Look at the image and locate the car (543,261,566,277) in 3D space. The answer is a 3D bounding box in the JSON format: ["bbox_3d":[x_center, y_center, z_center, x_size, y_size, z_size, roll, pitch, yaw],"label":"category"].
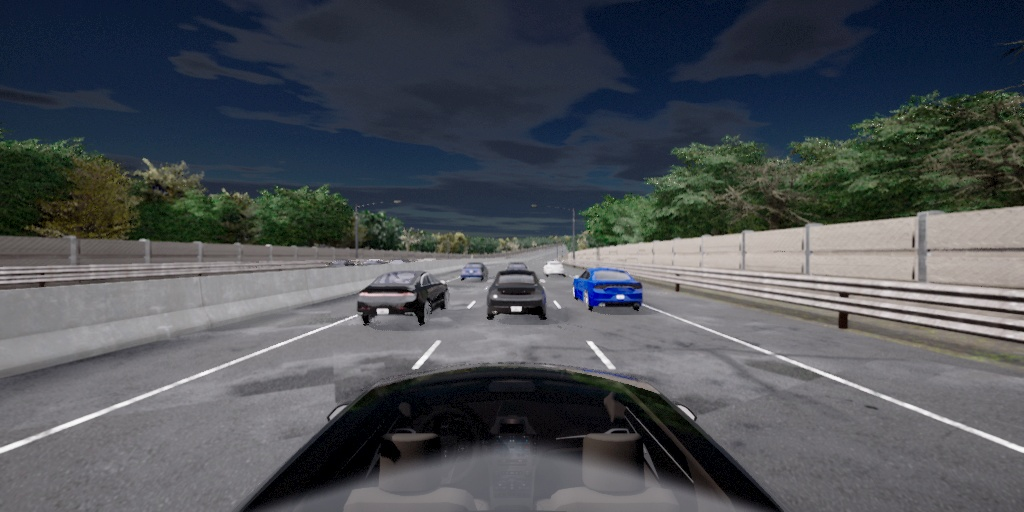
[{"bbox_3d":[4.073,1.240,35.081,1.812,1.442,4.674,0,0,2],"label":"car"}]

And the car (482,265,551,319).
[{"bbox_3d":[0.160,1.248,12.721,1.837,1.490,4.892,0,1,1],"label":"car"}]

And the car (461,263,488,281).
[{"bbox_3d":[-3.064,1.262,30.025,2.033,1.411,5.357,0,0,1],"label":"car"}]

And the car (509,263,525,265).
[{"bbox_3d":[0.436,1.265,29.942,2.033,1.411,5.357,0,0,1],"label":"car"}]

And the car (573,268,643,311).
[{"bbox_3d":[3.684,1.217,14.543,1.882,1.535,5.008,0,0,1],"label":"car"}]

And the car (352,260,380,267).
[{"bbox_3d":[-16.873,1.235,43.504,2.033,1.411,5.357,0,0,2],"label":"car"}]

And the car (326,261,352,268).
[{"bbox_3d":[-20.390,1.248,42.817,1.994,1.385,4.181,0,0,2],"label":"car"}]

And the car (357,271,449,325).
[{"bbox_3d":[-3.352,1.233,11.829,2.128,1.511,4.902,0,0,1],"label":"car"}]

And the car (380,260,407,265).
[{"bbox_3d":[-13.416,1.217,42.072,1.812,1.442,4.674,0,0,2],"label":"car"}]
